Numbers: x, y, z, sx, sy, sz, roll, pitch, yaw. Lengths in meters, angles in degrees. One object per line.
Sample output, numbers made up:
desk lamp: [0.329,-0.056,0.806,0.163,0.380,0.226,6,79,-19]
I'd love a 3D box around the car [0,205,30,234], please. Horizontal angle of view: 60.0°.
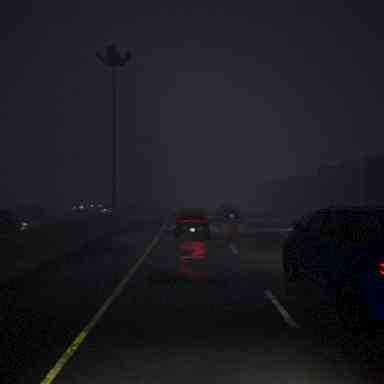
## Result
car: [-10.668,1.646,17.256,1.837,1.490,4.892,0,-1,-1]

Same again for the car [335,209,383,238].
car: [10.477,1.777,19.735,1.895,1.301,4.718,0,0,-1]

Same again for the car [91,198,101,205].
car: [-20.327,2.017,71.038,1.812,1.442,4.674,0,-1,-15]

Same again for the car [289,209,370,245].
car: [7.023,1.704,17.744,2.033,1.411,5.357,0,0,-1]

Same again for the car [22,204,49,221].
car: [-14.519,1.787,29.472,2.033,1.411,5.357,0,0,-2]

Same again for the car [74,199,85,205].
car: [-23.687,2.081,70.054,1.895,1.301,4.718,0,-1,-15]

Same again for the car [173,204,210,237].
car: [-0.025,1.671,19.352,1.837,1.490,4.892,0,0,-1]

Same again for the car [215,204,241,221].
car: [3.190,1.780,29.641,1.812,1.442,4.674,0,0,-2]

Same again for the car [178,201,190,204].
car: [-1.031,1.882,42.111,1.812,1.442,4.674,0,0,-5]

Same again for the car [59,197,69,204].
car: [-28.559,1.929,74.356,2.033,1.411,5.357,0,-1,-16]

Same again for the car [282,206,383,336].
car: [3.597,1.285,6.943,2.150,2.045,5.566,0,0,0]

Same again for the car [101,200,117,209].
car: [-13.090,1.971,53.652,1.812,1.442,4.674,0,0,-8]
